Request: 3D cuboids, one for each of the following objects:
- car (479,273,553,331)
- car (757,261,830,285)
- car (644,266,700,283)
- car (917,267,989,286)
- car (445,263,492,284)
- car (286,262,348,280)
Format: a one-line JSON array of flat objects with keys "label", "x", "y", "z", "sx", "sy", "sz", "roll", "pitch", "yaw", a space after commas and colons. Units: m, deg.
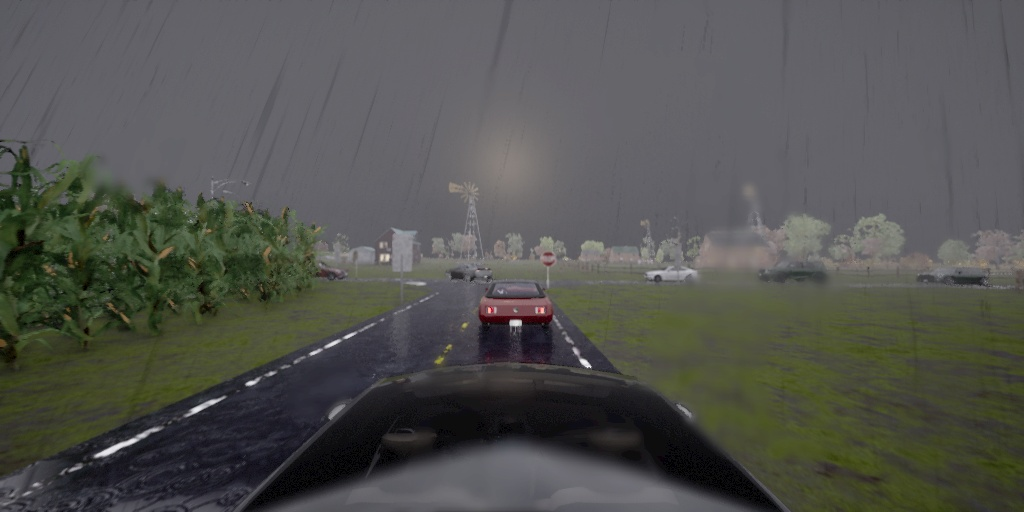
[{"label": "car", "x": 0.099, "y": 1.390, "z": 11.156, "sx": 1.895, "sy": 1.301, "sz": 4.718, "roll": 0, "pitch": 0, "yaw": 0}, {"label": "car", "x": 25.091, "y": 1.451, "z": 32.029, "sx": 5.566, "sy": 2.045, "sz": 2.150, "roll": 1, "pitch": -1, "yaw": -1}, {"label": "car", "x": 14.196, "y": 1.618, "z": 31.964, "sx": 4.674, "sy": 1.442, "sz": 1.812, "roll": 1, "pitch": -1, "yaw": 0}, {"label": "car", "x": 39.314, "y": 1.756, "z": 32.069, "sx": 4.553, "sy": 1.767, "sz": 2.097, "roll": 1, "pitch": -1, "yaw": 0}, {"label": "car", "x": -3.490, "y": 1.315, "z": 28.275, "sx": 2.128, "sy": 1.511, "sz": 4.902, "roll": 2, "pitch": -1, "yaw": -39}, {"label": "car", "x": -15.668, "y": 1.186, "z": 28.869, "sx": 4.674, "sy": 1.442, "sz": 1.812, "roll": 1, "pitch": -1, "yaw": 0}]
